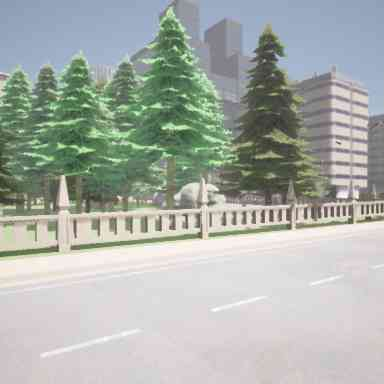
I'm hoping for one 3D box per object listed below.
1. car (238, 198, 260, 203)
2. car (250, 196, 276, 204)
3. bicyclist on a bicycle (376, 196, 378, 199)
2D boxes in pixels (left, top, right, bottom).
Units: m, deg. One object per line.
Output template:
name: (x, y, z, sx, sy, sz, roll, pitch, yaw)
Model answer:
car: (10.672, 1.532, 61.787, 1.812, 1.442, 4.674, 0, 0, -35)
car: (13.523, 1.515, 63.818, 1.837, 1.490, 4.892, 0, 0, -35)
bicyclist on a bicycle: (27.824, 1.300, 50.431, 1.656, 1.620, 0.582, 0, 0, -35)
